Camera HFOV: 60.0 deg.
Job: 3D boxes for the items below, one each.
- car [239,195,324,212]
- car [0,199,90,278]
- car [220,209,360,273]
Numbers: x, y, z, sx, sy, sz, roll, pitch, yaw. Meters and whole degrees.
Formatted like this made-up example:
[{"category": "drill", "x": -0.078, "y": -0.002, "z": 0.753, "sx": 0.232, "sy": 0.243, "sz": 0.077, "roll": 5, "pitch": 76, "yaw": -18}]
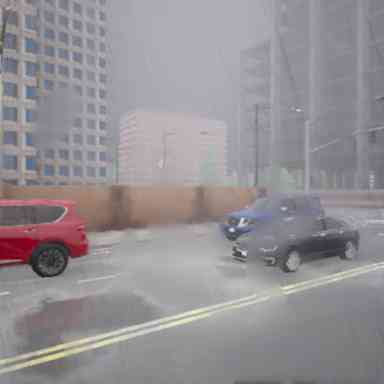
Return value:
[{"category": "car", "x": 3.890, "y": 1.194, "z": 15.252, "sx": 5.566, "sy": 2.045, "sz": 2.150, "roll": 0, "pitch": 0, "yaw": -35}, {"category": "car", "x": -5.524, "y": 1.224, "z": 8.639, "sx": 5.566, "sy": 2.045, "sz": 2.150, "roll": 0, "pitch": 0, "yaw": -36}, {"category": "car", "x": 3.464, "y": 1.486, "z": 10.690, "sx": 4.892, "sy": 1.490, "sz": 1.837, "roll": 0, "pitch": 0, "yaw": -35}]
